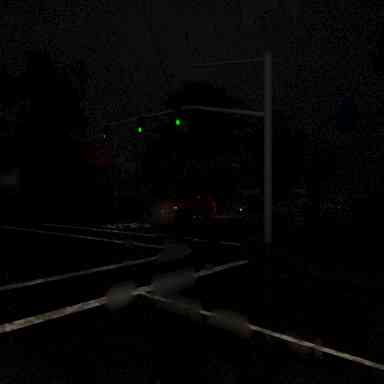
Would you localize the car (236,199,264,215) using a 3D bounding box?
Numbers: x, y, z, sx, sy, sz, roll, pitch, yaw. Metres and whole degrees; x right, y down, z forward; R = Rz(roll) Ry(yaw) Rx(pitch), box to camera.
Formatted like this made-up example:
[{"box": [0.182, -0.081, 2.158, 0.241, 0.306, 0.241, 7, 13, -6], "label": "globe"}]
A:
[{"box": [6.463, 1.491, 34.817, 2.128, 1.511, 4.902, 0, 0, 41], "label": "car"}]

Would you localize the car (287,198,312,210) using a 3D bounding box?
[{"box": [14.200, 1.526, 43.712, 1.812, 1.442, 4.674, 0, 0, 41], "label": "car"}]

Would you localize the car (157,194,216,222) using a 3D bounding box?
[{"box": [-0.332, 1.221, 27.013, 2.150, 2.045, 5.566, 0, 0, 41], "label": "car"}]

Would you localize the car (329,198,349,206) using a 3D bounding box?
[{"box": [24.484, 1.599, 55.420, 1.895, 1.301, 4.718, 0, 0, 41], "label": "car"}]
